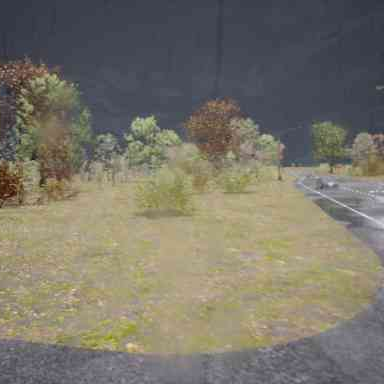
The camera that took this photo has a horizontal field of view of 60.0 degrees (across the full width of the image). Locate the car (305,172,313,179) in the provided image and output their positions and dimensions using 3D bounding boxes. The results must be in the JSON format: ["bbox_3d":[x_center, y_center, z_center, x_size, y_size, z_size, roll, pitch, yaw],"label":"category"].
[{"bbox_3d":[27.654,-3.847,77.794,1.837,1.490,4.892,-1,3,20],"label":"car"}]

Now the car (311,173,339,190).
[{"bbox_3d":[14.890,-1.075,36.708,2.128,1.511,4.902,-1,3,13],"label":"car"}]
